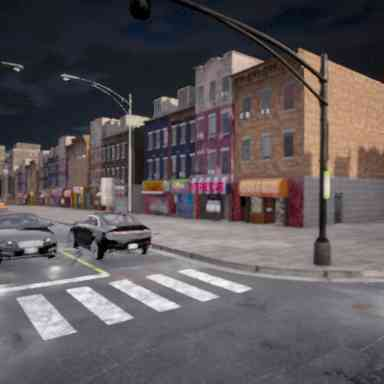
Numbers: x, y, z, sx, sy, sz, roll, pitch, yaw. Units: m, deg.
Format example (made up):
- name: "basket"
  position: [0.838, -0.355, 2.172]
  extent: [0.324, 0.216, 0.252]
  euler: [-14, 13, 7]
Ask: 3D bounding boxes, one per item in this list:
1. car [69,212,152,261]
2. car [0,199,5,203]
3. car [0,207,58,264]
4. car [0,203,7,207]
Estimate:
- name: "car"
  position: [-3.234, 1.514, 12.585]
  extent: [2.128, 1.511, 4.902]
  euler: [0, 0, -34]
- name: "car"
  position: [-24.405, 1.657, 41.351]
  extent: [2.097, 1.767, 4.553]
  euler: [0, -1, -36]
- name: "car"
  position: [-6.319, 1.514, 12.051]
  extent: [2.128, 1.511, 4.902]
  euler: [0, 0, -37]
- name: "car"
  position: [-12.234, 1.615, 20.017]
  extent: [2.033, 1.411, 5.357]
  euler: [0, 0, -36]
